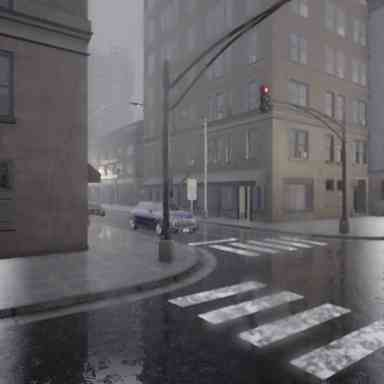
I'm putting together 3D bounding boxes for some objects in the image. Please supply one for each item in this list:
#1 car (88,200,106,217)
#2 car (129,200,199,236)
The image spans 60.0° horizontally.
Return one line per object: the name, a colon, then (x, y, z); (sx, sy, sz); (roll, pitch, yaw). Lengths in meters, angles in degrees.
car: (-8.825, 1.410, 28.107); (1.994, 1.385, 4.181); (0, 0, -35)
car: (-1.595, 1.265, 17.998); (2.097, 1.767, 4.553); (0, 0, -36)
